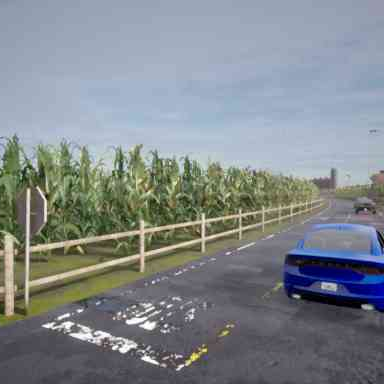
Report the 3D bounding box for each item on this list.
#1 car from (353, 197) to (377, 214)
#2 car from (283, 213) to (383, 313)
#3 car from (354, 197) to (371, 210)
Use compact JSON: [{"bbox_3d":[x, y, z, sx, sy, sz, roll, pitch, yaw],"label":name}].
[{"bbox_3d":[18.307,1.507,35.154,1.837,1.490,4.892,0,0,27],"label":"car"},{"bbox_3d":[3.614,1.479,7.875,1.882,1.535,5.008,0,0,30],"label":"car"},{"bbox_3d":[22.673,1.503,44.343,1.837,1.490,4.892,0,0,24],"label":"car"}]
